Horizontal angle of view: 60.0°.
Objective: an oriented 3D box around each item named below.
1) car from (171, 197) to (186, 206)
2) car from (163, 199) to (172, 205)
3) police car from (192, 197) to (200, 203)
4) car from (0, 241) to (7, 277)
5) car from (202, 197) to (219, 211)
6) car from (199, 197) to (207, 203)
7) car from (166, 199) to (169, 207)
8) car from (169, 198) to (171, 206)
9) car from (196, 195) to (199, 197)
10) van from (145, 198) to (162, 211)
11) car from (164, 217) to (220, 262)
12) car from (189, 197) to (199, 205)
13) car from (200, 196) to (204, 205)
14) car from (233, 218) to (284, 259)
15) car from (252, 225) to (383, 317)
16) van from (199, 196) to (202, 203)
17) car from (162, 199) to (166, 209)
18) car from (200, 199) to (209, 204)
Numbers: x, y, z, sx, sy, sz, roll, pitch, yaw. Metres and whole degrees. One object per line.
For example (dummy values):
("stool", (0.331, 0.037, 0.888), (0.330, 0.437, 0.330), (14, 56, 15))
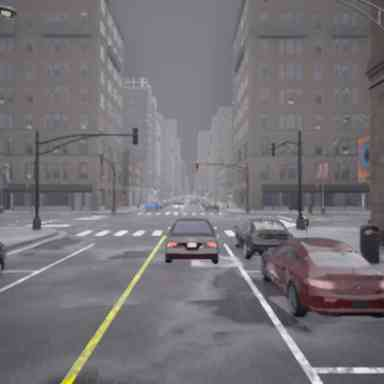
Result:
("car", (-2.758, 2.216, 70.296), (1.994, 1.385, 4.181), (0, -1, 0))
("car", (-5.593, 2.239, 75.774), (1.752, 1.417, 4.829), (0, -1, 0))
("police car", (1.141, 2.301, 93.666), (1.930, 1.638, 5.238), (0, -1, -1))
("car", (-5.859, 1.620, 7.321), (2.008, 1.369, 4.403), (0, -1, 0))
("car", (2.809, 1.889, 47.569), (1.967, 1.590, 4.097), (0, -1, 0))
("car", (3.009, 2.310, 92.921), (1.967, 1.590, 4.097), (0, -1, 0))
("car", (-5.667, 2.123, 58.940), (1.947, 1.339, 4.313), (0, -1, 0))
("car", (-5.642, 2.192, 64.608), (1.802, 1.307, 4.206), (0, -1, 0))
("car", (0.316, 2.110, 87.144), (1.882, 1.535, 5.008), (0, -1, 0))
("van", (-5.717, 1.790, 47.606), (1.690, 1.788, 3.998), (0, -1, 0))
("car", (0.011, 1.666, 12.524), (2.033, 1.411, 5.357), (0, -1, 0))
("car", (0.272, 2.313, 77.168), (1.895, 1.301, 4.718), (0, -1, 0))
("car", (2.859, 1.997, 58.907), (1.967, 1.590, 4.097), (0, -1, 0))
("car", (2.667, 1.673, 12.920), (2.008, 1.369, 4.403), (0, -1, 0))
("car", (2.667, 1.652, 7.326), (1.802, 1.307, 4.206), (0, -1, 0))
("van", (2.908, 2.004, 70.246), (1.690, 1.788, 3.998), (0, -1, 0))
("car", (-5.692, 1.943, 53.273), (1.967, 1.590, 4.097), (0, -1, 0))
("car", (2.959, 2.318, 81.582), (2.008, 1.369, 4.403), (0, -1, 0))
